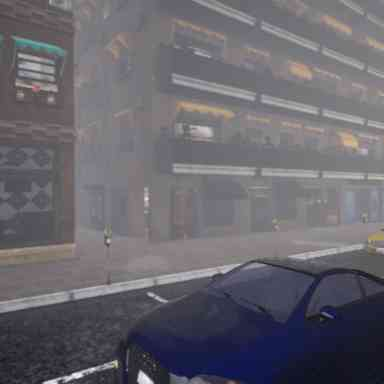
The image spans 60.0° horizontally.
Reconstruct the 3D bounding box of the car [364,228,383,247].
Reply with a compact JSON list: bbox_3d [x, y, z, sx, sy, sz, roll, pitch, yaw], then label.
[{"bbox_3d":[8.271,1.638,12.477,4.829,1.417,1.752,1,-1,-36],"label":"car"}]

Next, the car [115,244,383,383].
[{"bbox_3d":[1.194,1.591,4.231,4.181,1.385,1.994,1,0,-35],"label":"car"}]
